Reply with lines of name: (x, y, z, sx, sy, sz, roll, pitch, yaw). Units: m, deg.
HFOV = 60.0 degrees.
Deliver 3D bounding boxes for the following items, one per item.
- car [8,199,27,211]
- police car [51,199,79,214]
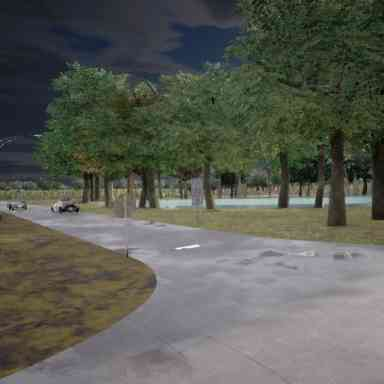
car: (-24.220, 1.737, 46.122, 2.128, 1.511, 4.902, -3, 1, -36)
police car: (-14.085, 1.582, 36.701, 2.038, 1.542, 4.974, -3, 1, -36)
